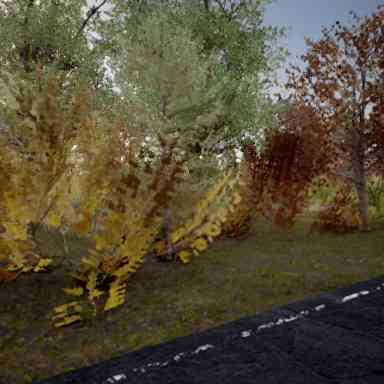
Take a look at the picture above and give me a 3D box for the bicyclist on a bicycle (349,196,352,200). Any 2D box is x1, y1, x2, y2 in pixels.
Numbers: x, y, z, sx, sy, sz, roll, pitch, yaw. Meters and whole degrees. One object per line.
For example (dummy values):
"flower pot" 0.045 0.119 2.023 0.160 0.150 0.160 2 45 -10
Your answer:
"bicyclist on a bicycle" 19.398 0.954 41.208 1.656 1.620 0.582 -1 1 -36
